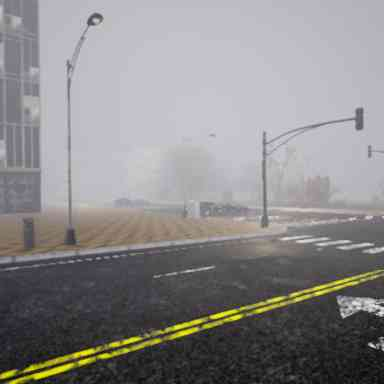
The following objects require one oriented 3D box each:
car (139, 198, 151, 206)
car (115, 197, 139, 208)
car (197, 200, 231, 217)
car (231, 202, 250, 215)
[{"bbox_3d":[-8.625,1.726,55.804,1.895,1.301,4.718,-1,0,-33],"label":"car"},{"bbox_3d":[-10.807,1.644,53.177,1.882,1.535,5.008,-1,0,-33],"label":"car"},{"bbox_3d":[1.450,1.650,34.244,1.837,1.490,4.892,-1,1,-33],"label":"car"},{"bbox_3d":[4.126,1.705,36.092,1.895,1.301,4.718,-1,0,-33],"label":"car"}]
